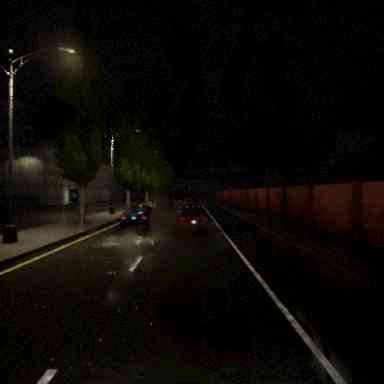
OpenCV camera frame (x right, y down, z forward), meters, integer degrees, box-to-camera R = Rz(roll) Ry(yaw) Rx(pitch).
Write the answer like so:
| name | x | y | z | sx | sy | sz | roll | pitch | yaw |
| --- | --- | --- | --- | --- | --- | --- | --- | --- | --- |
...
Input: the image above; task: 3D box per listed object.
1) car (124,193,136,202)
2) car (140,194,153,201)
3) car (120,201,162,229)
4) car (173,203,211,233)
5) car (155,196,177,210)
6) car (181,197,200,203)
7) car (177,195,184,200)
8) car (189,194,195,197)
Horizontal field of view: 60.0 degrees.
| name | x | y | z | sx | sy | sz | roll | pitch | yaw |
| --- | --- | --- | --- | --- | --- | --- | --- | --- | --- |
| car | -14.999 | 1.283 | 81.110 | 2.150 | 2.045 | 5.566 | 0 | 0 | 0 |
| car | -11.499 | 1.583 | 81.140 | 2.128 | 1.511 | 4.902 | 0 | 0 | 0 |
| car | -3.400 | 1.563 | 21.938 | 2.033 | 1.411 | 5.357 | 0 | 0 | 0 |
| car | 0.100 | 1.578 | 19.901 | 1.994 | 1.385 | 4.181 | 0 | 0 | 0 |
| car | -3.399 | 1.509 | 43.916 | 1.882 | 1.535 | 5.008 | 0 | 0 | 0 |
| car | 0.101 | 1.574 | 36.869 | 2.033 | 1.411 | 5.357 | 0 | 0 | 0 |
| car | -3.499 | 1.556 | 92.012 | 1.837 | 1.490 | 4.892 | 0 | 0 | 0 |
| car | 0.001 | 1.619 | 92.583 | 1.994 | 1.385 | 4.181 | 0 | 0 | 0 |
